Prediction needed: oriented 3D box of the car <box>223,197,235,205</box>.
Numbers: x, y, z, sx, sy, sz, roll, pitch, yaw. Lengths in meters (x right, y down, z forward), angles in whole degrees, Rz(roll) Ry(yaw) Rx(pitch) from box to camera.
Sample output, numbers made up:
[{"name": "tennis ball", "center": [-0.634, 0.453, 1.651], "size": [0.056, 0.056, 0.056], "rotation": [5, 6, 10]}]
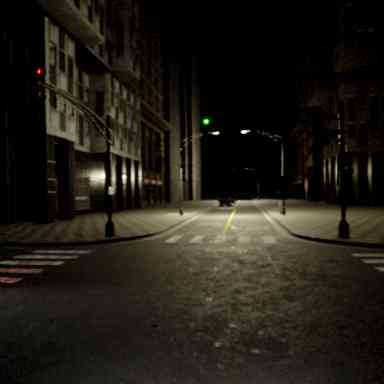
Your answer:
[{"name": "car", "center": [6.857, 1.583, 61.441], "size": [1.994, 1.385, 4.181], "rotation": [-1, 0, 9]}]

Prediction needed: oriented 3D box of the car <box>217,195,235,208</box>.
[{"name": "car", "center": [5.002, 1.571, 49.409], "size": [2.033, 1.411, 5.357], "rotation": [-1, 0, 9]}]
